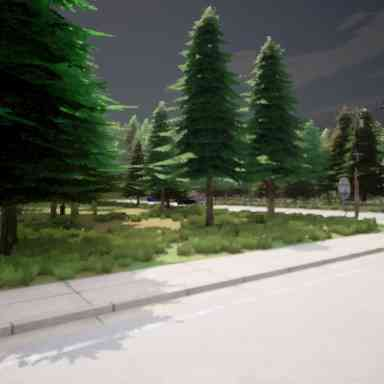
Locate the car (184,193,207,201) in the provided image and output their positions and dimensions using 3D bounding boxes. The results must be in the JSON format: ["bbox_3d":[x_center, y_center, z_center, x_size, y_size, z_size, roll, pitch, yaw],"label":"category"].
[{"bbox_3d":[0.254,1.301,46.611,2.128,1.511,4.902,0,0,-34],"label":"car"}]
